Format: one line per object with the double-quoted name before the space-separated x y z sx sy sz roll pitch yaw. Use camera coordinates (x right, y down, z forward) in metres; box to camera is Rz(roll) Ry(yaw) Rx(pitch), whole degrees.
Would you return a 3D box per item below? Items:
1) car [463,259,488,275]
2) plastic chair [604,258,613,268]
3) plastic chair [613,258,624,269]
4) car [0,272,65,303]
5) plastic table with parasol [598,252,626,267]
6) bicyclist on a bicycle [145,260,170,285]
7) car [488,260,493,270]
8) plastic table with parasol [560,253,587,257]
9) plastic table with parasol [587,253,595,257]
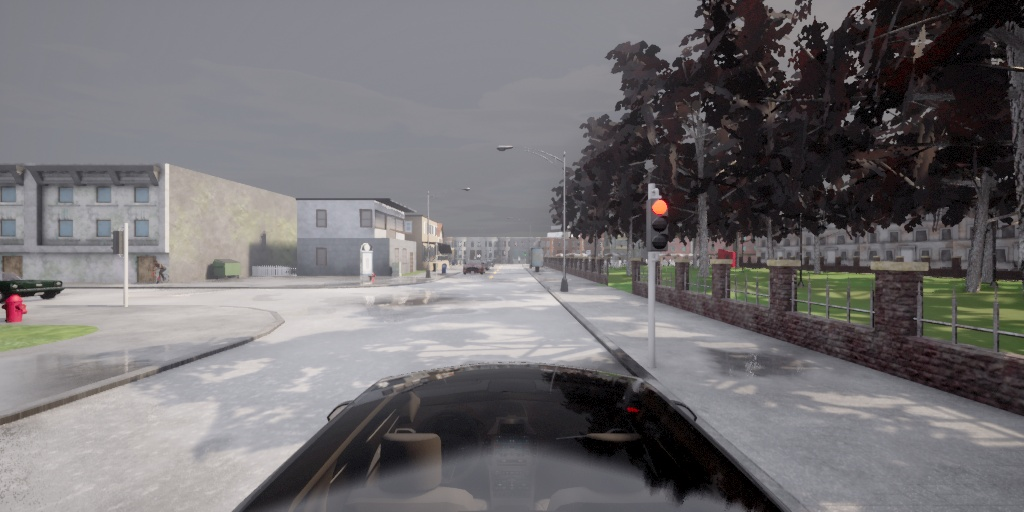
"car" -4.108 1.102 39.537 2.097 1.767 4.553 0 0 0
"plastic chair" 14.306 1.306 54.128 0.730 1.272 0.750 0 0 -35
"plastic chair" 16.012 1.296 54.032 0.750 1.272 0.730 0 0 -40
"car" -22.976 1.351 15.756 4.718 1.301 1.895 0 0 0
"plastic table with parasol" 15.279 0.694 55.030 2.482 2.480 2.482 0 0 -40
"bicyclist on a bicycle" -23.866 1.098 24.154 0.582 1.620 1.656 0 0 0
"car" -4.107 1.297 49.904 2.033 1.411 5.357 0 0 0
"plastic table with parasol" 9.959 0.684 57.767 2.482 2.480 2.482 0 0 -40
"plastic table with parasol" 14.655 0.672 63.244 2.482 2.480 2.482 0 0 -42
